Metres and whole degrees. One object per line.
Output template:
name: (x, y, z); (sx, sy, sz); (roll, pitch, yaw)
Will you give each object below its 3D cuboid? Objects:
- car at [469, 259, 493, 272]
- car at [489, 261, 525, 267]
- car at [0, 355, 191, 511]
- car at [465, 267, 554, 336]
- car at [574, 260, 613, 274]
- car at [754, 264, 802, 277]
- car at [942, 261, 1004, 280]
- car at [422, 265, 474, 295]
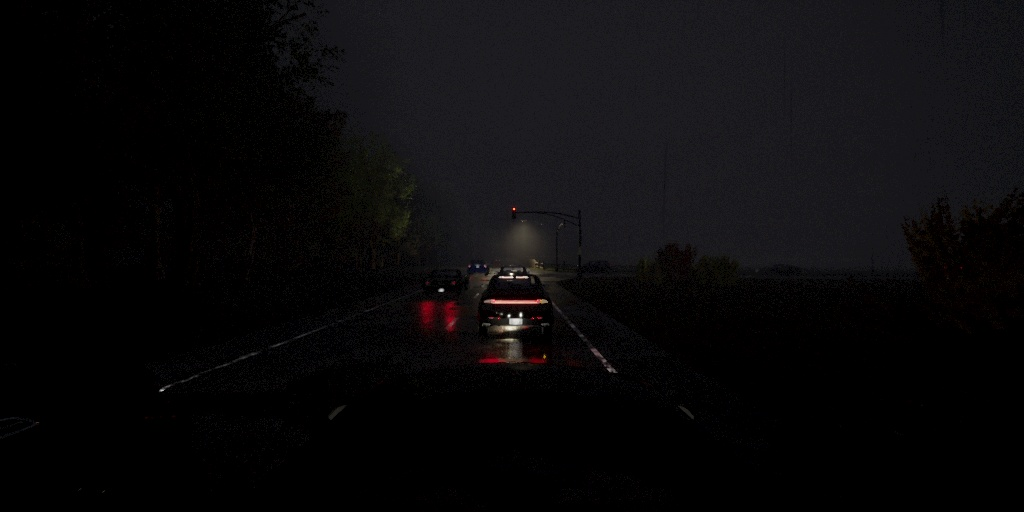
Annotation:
car: (-3.479, 1.108, 38.313); (2.097, 1.767, 4.553); (0, 0, 0)
car: (0.066, 1.246, 19.792); (2.128, 1.511, 4.902); (0, 0, 0)
car: (-3.393, 0.963, 0.175); (2.150, 2.045, 5.566); (0, -1, 0)
car: (0.084, 1.244, 10.394); (2.128, 1.511, 4.902); (0, 0, 0)
car: (9.720, 1.278, 43.164); (4.553, 1.767, 2.097); (0, -1, 10)
car: (31.366, 1.642, 42.356); (4.902, 1.511, 2.128); (1, -1, 0)
car: (50.197, 1.517, 38.704); (5.566, 2.045, 2.150); (1, -1, 1)
car: (-3.439, 1.355, 19.590); (1.895, 1.301, 4.718); (0, 0, 0)
